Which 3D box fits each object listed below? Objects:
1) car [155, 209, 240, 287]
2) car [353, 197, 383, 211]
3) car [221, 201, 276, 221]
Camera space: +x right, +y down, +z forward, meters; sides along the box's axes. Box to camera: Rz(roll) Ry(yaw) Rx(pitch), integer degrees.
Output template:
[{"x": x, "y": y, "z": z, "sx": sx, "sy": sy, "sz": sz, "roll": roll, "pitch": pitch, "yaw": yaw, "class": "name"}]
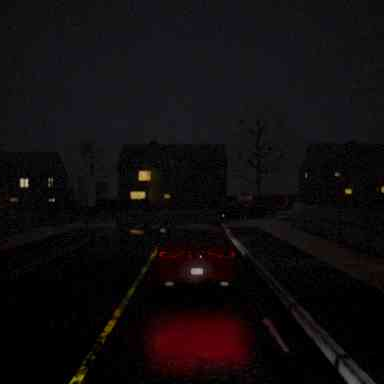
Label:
[{"x": 0.099, "y": 1.485, "z": 9.342, "sx": 1.882, "sy": 1.535, "sz": 5.008, "roll": 0, "pitch": 0, "yaw": 0, "class": "car"}, {"x": 15.266, "y": 1.172, "z": 29.455, "sx": 4.181, "sy": 1.385, "sz": 1.994, "roll": -1, "pitch": 1, "yaw": 0, "class": "car"}, {"x": 4.435, "y": 1.419, "z": 26.132, "sx": 4.892, "sy": 1.490, "sz": 1.837, "roll": -2, "pitch": -3, "yaw": -31, "class": "car"}]
